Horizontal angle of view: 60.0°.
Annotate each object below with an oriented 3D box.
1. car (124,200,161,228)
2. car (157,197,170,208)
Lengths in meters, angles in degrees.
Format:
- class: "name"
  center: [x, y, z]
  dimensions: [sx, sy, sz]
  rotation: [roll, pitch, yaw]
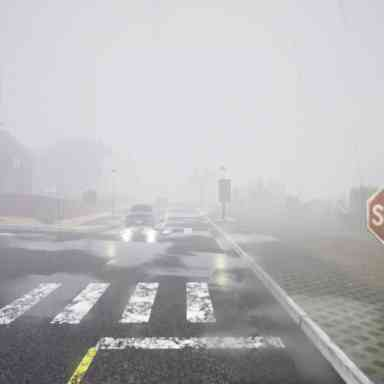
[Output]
- class: "car"
  center: [-3.284, 1.539, 22.163]
  dimensions: [1.837, 1.490, 4.892]
  rotation: [0, 1, -2]
- class: "car"
  center: [-4.212, 1.463, 46.639]
  dimensions: [1.837, 1.490, 4.892]
  rotation: [0, 1, -2]
